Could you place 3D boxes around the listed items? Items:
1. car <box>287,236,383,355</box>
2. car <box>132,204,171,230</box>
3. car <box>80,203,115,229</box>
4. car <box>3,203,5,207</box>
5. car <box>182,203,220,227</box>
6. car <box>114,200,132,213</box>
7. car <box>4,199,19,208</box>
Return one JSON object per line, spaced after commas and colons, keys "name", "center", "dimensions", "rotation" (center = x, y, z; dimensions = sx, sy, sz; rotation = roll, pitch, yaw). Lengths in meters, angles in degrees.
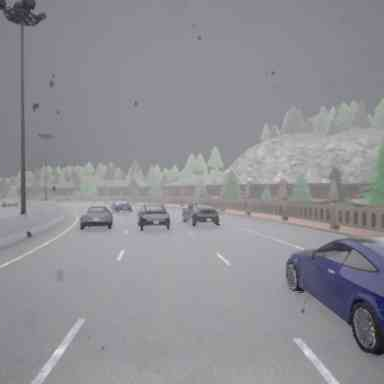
{"name": "car", "center": [3.222, 1.520, 5.967], "dimensions": [1.812, 1.442, 4.674], "rotation": [0, 0, -3]}
{"name": "car", "center": [-2.562, 1.549, 21.574], "dimensions": [2.128, 1.511, 4.902], "rotation": [0, 0, -12]}
{"name": "car", "center": [-6.356, 1.648, 22.363], "dimensions": [1.994, 1.385, 4.181], "rotation": [0, 0, -13]}
{"name": "car", "center": [-13.024, 1.613, 19.412], "dimensions": [2.128, 1.511, 4.902], "rotation": [0, 0, -13]}
{"name": "car", "center": [0.525, 1.546, 23.649], "dimensions": [1.837, 1.490, 4.892], "rotation": [0, 0, -13]}
{"name": "car", "center": [-8.430, 1.659, 39.592], "dimensions": [1.812, 1.442, 4.674], "rotation": [0, 0, -23]}
{"name": "car", "center": [-30.807, 1.899, 56.558], "dimensions": [1.812, 1.442, 4.674], "rotation": [0, 0, -38]}
